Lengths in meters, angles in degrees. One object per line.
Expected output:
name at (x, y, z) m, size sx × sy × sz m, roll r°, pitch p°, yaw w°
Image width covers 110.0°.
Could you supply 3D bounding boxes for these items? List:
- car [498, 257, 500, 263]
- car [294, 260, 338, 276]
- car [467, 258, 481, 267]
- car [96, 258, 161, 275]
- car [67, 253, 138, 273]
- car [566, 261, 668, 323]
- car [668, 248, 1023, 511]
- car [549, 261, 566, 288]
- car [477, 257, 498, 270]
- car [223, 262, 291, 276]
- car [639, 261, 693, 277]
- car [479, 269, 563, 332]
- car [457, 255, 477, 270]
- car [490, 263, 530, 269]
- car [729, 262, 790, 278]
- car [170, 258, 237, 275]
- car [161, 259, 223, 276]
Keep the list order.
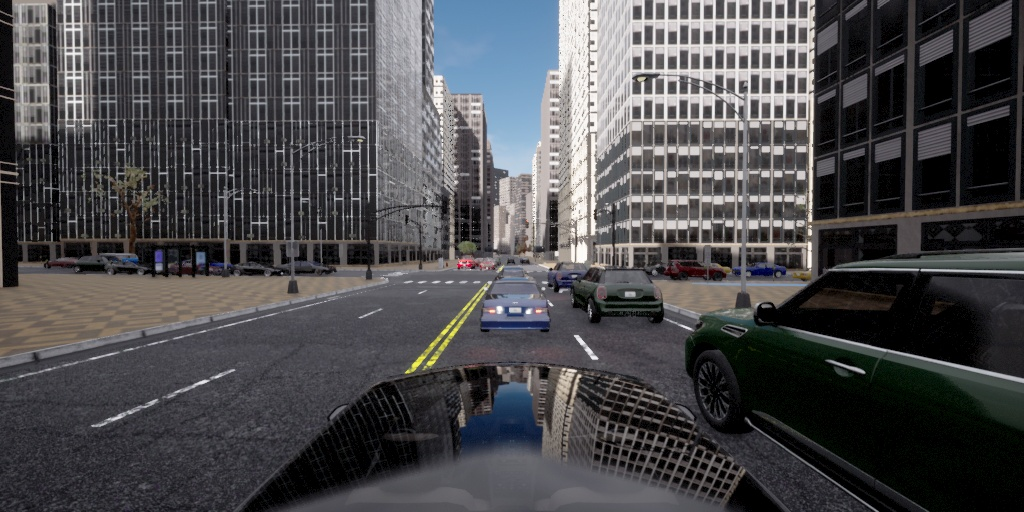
car at (-3.472, 1.229, 60.053) m, size 1.812 × 1.442 × 4.674 m, roll 0°, pitch 0°, yaw 0°
car at (-19.990, 1.135, 34.855) m, size 5.357 × 1.411 × 2.033 m, roll 1°, pitch 1°, yaw 1°
car at (-6.710, 1.177, 63.698) m, size 1.882 × 1.535 × 5.008 m, roll 0°, pitch 0°, yaw 1°
car at (-34.170, 1.068, 32.477) m, size 4.313 × 1.339 × 1.948 m, roll 0°, pitch 0°, yaw 1°
car at (-39.883, 0.761, 35.219) m, size 4.553 × 1.767 × 2.097 m, roll 0°, pitch 1°, yaw 1°
car at (3.325, 1.097, 12.217) m, size 2.097 × 1.767 × 4.553 m, roll 0°, pitch 0°, yaw 0°
car at (3.345, 0.971, 2.371) m, size 2.150 × 2.045 × 5.566 m, roll 0°, pitch 0°, yaw 0°
car at (3.303, 1.091, 21.082) m, size 2.097 × 1.767 × 4.553 m, roll 0°, pitch 0°, yaw 0°
car at (-3.433, 1.066, 51.209) m, size 2.097 × 1.767 × 4.553 m, roll 0°, pitch 0°, yaw -1°
car at (-22.805, 1.172, 32.198) m, size 4.313 × 1.339 × 1.948 m, roll 0°, pitch 0°, yaw 1°
car at (16.042, 1.363, 37.569) m, size 4.892 × 1.490 × 1.837 m, roll 1°, pitch 1°, yaw 0°
car at (0.080, 1.293, 10.771) m, size 2.033 × 1.411 × 5.357 m, roll 0°, pitch 0°, yaw 0°
car at (-6.714, 0.933, 53.353) m, size 2.150 × 2.045 × 5.566 m, roll 0°, pitch 0°, yaw 0°
car at (0.054, 1.304, 20.014) m, size 1.994 × 1.385 × 4.181 m, roll 0°, pitch 0°, yaw 0°
car at (25.686, 1.420, 37.401) m, size 5.008 × 1.535 × 1.882 m, roll 1°, pitch 1°, yaw 1°
car at (-30.062, 0.974, 35.037) m, size 5.008 × 1.535 × 1.882 m, roll 1°, pitch 1°, yaw 1°
car at (-28.489, 1.136, 32.318) m, size 4.207 × 1.307 × 1.802 m, roll 0°, pitch 0°, yaw 1°
